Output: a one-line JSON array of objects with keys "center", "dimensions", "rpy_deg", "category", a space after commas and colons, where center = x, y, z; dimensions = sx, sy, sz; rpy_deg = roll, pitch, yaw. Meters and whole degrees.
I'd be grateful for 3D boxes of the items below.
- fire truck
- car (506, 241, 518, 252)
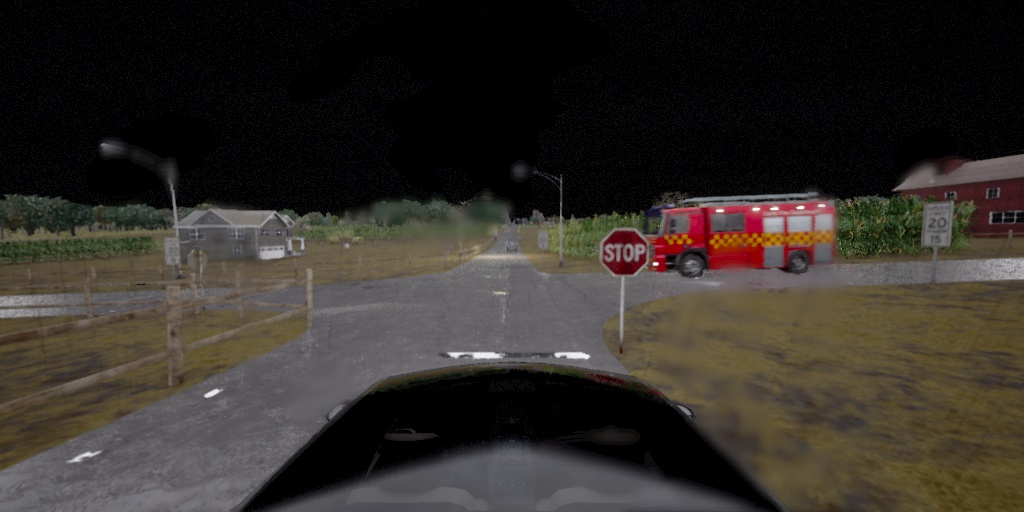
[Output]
[{"center": [10.988, -1.013, 18.091], "dimensions": [8.468, 3.827, 2.891], "rpy_deg": [-2, 4, 0], "category": "fire truck"}, {"center": [0.001, -1.473, 62.228], "dimensions": [2.128, 1.511, 4.902], "rpy_deg": [0, 3, 0], "category": "car"}]
